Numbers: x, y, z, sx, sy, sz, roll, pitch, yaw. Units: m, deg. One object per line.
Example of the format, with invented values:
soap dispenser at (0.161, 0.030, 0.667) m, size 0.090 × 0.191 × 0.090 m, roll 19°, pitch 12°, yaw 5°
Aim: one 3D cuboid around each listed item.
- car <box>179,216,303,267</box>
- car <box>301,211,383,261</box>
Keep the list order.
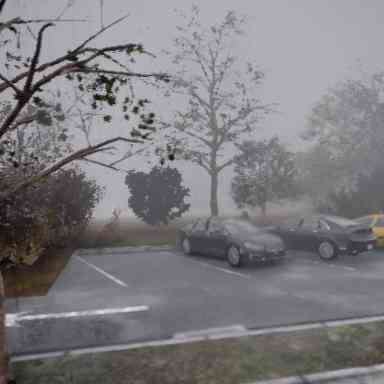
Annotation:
car at (1.291, 1.679, 12.354) m, size 2.231 × 1.521 × 4.892 m, roll 0°, pitch -2°, yaw -33°
car at (4.605, 1.636, 13.087) m, size 2.231 × 1.521 × 4.892 m, roll 0°, pitch -2°, yaw -33°
